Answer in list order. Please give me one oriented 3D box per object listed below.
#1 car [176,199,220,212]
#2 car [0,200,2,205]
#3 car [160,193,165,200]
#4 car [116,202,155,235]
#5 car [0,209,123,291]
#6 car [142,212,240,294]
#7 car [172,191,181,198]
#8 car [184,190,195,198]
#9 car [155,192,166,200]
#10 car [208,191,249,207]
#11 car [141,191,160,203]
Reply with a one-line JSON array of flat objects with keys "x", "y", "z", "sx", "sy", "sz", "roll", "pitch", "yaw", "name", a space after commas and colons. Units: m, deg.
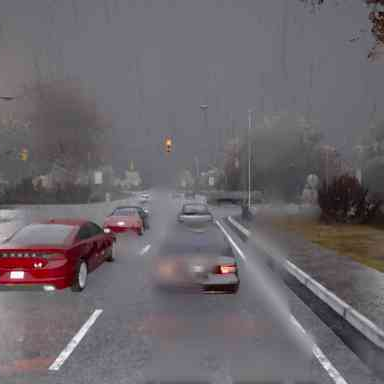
[{"x": 0.131, "y": 1.380, "z": 18.556, "sx": 2.128, "sy": 1.511, "sz": 4.902, "roll": 0, "pitch": 0, "yaw": -1, "name": "car"}, {"x": -26.389, "y": 1.241, "z": 40.872, "sx": 5.357, "sy": 1.411, "sz": 2.033, "roll": 0, "pitch": 1, "yaw": -3, "name": "car"}, {"x": -7.046, "y": 0.962, "z": 65.351, "sx": 2.128, "sy": 1.511, "sz": 4.902, "roll": 0, "pitch": 1, "yaw": 0, "name": "car"}, {"x": -3.397, "y": 1.458, "z": 17.923, "sx": 1.994, "sy": 1.385, "sz": 4.181, "roll": 0, "pitch": 0, "yaw": 0, "name": "car"}, {"x": -3.396, "y": 1.445, "z": 8.936, "sx": 1.882, "sy": 1.535, "sz": 5.008, "roll": 0, "pitch": 0, "yaw": 0, "name": "car"}, {"x": 0.101, "y": 1.516, "z": 8.863, "sx": 2.033, "sy": 1.411, "sz": 5.357, "roll": 0, "pitch": 0, "yaw": 0, "name": "car"}, {"x": -4.003, "y": 0.720, "z": 86.388, "sx": 2.128, "sy": 1.511, "sz": 4.902, "roll": 0, "pitch": 1, "yaw": -4, "name": "car"}, {"x": -0.480, "y": 0.426, "z": 86.064, "sx": 2.150, "sy": 2.045, "sz": 5.566, "roll": 0, "pitch": 1, "yaw": -4, "name": "car"}, {"x": -7.114, "y": 0.872, "z": 75.739, "sx": 2.128, "sy": 1.511, "sz": 4.902, "roll": 0, "pitch": 1, "yaw": -1, "name": "car"}, {"x": 4.802, "y": 0.892, "z": 43.640, "sx": 5.566, "sy": 2.045, "sz": 2.150, "roll": 0, "pitch": 1, "yaw": 13, "name": "car"}, {"x": -7.087, "y": 0.791, "z": 55.178, "sx": 2.150, "sy": 2.045, "sz": 5.566, "roll": 0, "pitch": 1, "yaw": 0, "name": "car"}]
